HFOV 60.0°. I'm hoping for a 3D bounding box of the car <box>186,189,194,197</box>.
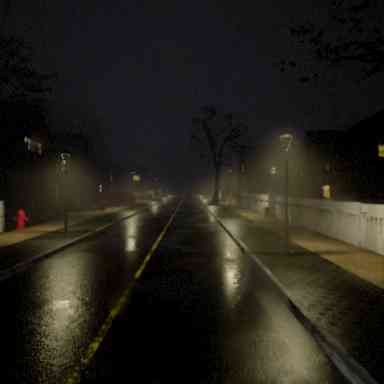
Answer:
[{"bbox_3d":[-0.476,0.501,85.352,2.033,1.411,5.357,0,1,0],"label":"car"}]
